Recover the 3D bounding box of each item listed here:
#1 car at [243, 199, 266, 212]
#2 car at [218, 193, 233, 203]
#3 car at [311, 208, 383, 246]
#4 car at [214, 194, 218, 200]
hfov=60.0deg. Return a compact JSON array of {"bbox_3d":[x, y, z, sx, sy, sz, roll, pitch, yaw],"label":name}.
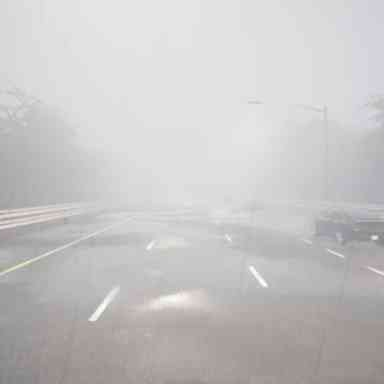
[{"bbox_3d":[7.067,1.545,37.889,2.033,1.411,5.357,0,0,0],"label":"car"},{"bbox_3d":[7.145,1.343,67.963,2.097,1.767,4.553,0,0,0],"label":"car"},{"bbox_3d":[7.013,1.506,15.182,1.837,1.490,4.892,0,0,0],"label":"car"},{"bbox_3d":[7.272,1.341,91.958,2.097,1.767,4.553,0,0,5],"label":"car"}]
